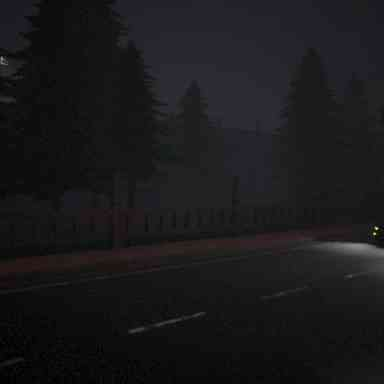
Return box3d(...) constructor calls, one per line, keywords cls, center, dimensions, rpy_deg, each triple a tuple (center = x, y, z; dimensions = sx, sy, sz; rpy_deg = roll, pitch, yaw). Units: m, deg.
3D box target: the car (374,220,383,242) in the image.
box3d(cls="car", center=(10.054, 1.484, 14.845), dimensions=(4.892, 1.490, 1.837), rpy_deg=(0, 0, -34))
